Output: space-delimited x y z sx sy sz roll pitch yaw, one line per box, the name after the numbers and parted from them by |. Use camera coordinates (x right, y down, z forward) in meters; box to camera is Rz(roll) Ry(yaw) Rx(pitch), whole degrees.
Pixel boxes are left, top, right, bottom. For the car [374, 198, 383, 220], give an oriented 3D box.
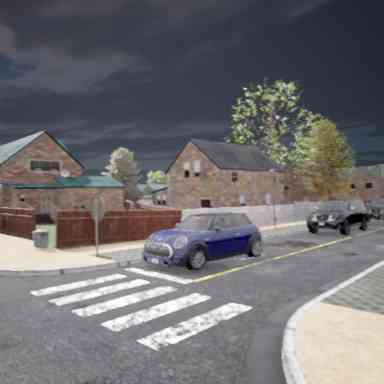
16.645 1.530 28.757 2.150 2.045 5.566 -2 -2 43 | car

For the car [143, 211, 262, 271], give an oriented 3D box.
0.481 1.537 11.785 4.553 1.767 2.097 0 -2 -43 | car

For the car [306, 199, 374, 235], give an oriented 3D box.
9.196 1.471 20.805 2.150 2.045 5.566 -2 -2 43 | car
